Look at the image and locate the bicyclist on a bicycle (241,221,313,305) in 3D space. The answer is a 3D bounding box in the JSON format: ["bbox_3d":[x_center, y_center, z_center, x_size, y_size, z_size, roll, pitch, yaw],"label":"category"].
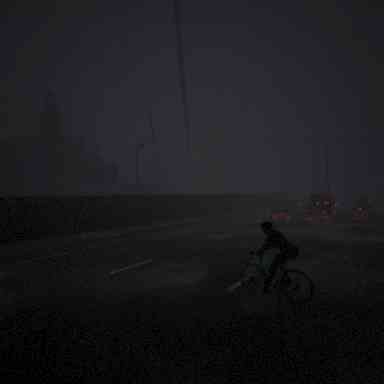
[{"bbox_3d":[1.725,1.453,6.982,1.656,1.620,0.582,-1,0,40],"label":"bicyclist on a bicycle"}]

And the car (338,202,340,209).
[{"bbox_3d":[18.224,1.601,43.538,1.895,1.301,4.718,0,0,29],"label":"car"}]

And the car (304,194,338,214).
[{"bbox_3d":[13.660,1.221,35.051,2.150,2.045,5.566,0,0,29],"label":"car"}]

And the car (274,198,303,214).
[{"bbox_3d":[10.240,1.478,35.937,1.882,1.535,5.008,0,0,28],"label":"car"}]

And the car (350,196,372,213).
[{"bbox_3d":[19.153,1.505,37.728,1.837,1.490,4.892,0,0,28],"label":"car"}]
